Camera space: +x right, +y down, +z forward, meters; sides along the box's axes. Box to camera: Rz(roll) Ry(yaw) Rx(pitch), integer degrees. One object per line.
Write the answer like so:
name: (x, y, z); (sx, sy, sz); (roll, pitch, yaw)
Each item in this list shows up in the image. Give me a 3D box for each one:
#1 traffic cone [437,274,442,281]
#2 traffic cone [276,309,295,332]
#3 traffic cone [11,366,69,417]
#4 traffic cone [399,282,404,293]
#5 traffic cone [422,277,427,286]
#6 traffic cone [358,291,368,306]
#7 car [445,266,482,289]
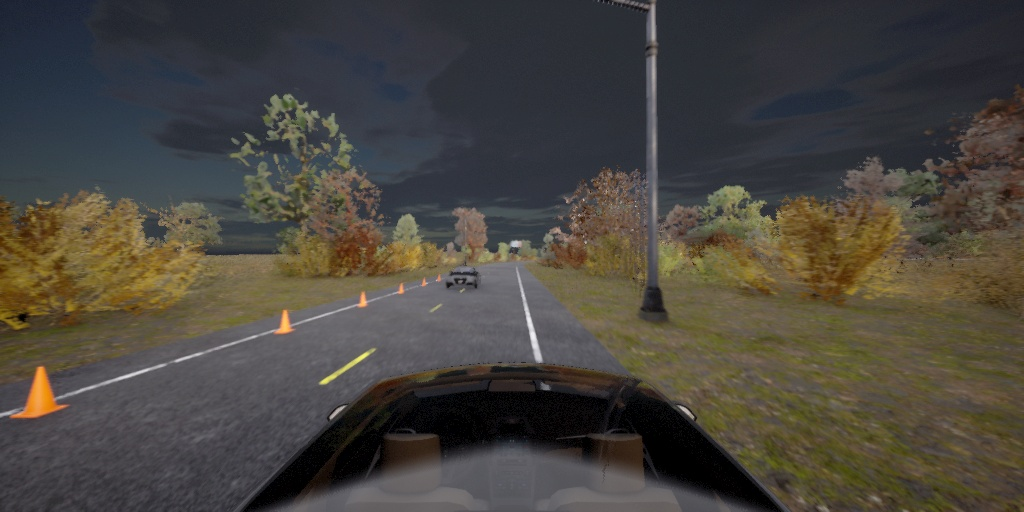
traffic cone: (-6.020, 1.760, 29.684); (0.340, 0.580, 0.340); (0, 0, 0)
traffic cone: (-6.121, 1.739, 9.680); (0.340, 0.580, 0.340); (0, 0, 0)
traffic cone: (-6.146, 1.737, 4.679); (0.340, 0.580, 0.340); (0, 0, 0)
traffic cone: (-6.071, 1.747, 19.682); (0.340, 0.580, 0.340); (0, 0, 0)
traffic cone: (-6.045, 1.754, 24.683); (0.340, 0.580, 0.340); (0, 0, 0)
traffic cone: (-6.096, 1.743, 14.682); (0.340, 0.580, 0.340); (0, 0, 0)
car: (-3.112, 1.346, 23.594); (1.994, 1.385, 4.181); (0, 0, 0)
